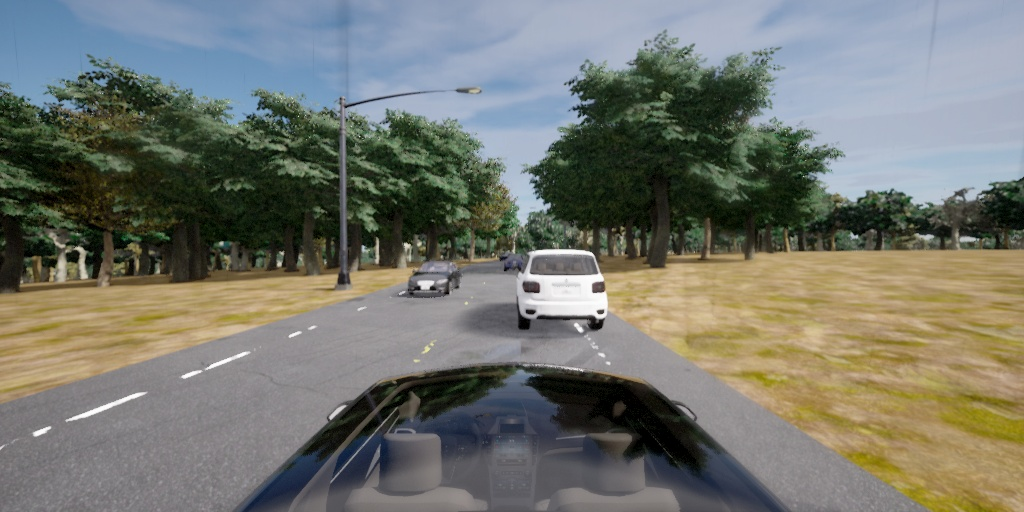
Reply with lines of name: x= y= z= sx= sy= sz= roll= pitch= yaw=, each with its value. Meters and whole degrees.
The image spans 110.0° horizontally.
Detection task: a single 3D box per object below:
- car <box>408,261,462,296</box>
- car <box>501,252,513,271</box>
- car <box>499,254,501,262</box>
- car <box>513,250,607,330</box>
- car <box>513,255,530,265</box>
car: x=-3.588 y=1.005 z=17.319 sx=2.128 sy=1.511 sz=4.902 roll=0 pitch=1 yaw=0
car: x=0.399 y=0.545 z=35.788 sx=2.097 sy=1.767 sz=4.553 roll=0 pitch=1 yaw=3
car: x=-0.855 y=0.054 z=60.598 sx=2.097 sy=1.767 sz=4.553 roll=0 pitch=1 yaw=9
car: x=1.224 y=0.840 z=10.757 sx=2.150 sy=2.045 sz=5.566 roll=0 pitch=1 yaw=0
car: x=1.371 y=0.526 z=49.422 sx=1.895 sy=1.301 sz=4.718 roll=0 pitch=1 yaw=7
